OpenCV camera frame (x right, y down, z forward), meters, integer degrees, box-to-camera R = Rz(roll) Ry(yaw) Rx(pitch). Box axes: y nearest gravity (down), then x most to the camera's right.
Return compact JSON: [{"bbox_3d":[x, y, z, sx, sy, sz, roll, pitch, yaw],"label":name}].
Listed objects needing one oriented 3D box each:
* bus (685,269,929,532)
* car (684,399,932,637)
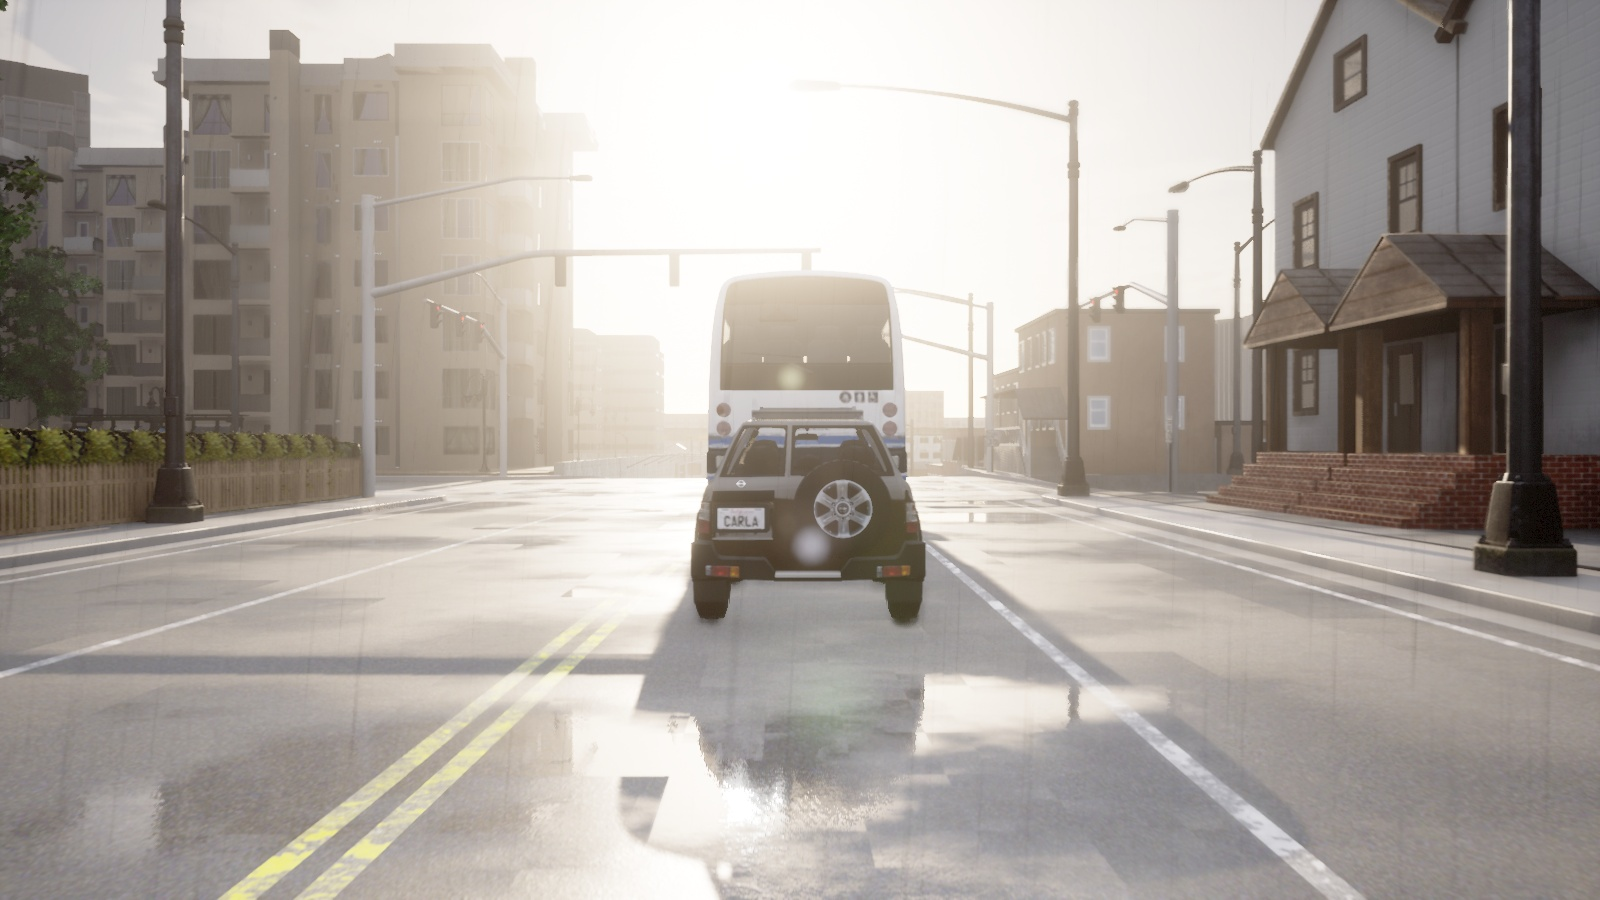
[{"bbox_3d":[0.137,-0.729,25.419,3.944,4.253,10.273,0,-1,0],"label":"bus"},{"bbox_3d":[0.072,0.517,12.111,1.932,1.855,4.605,0,0,0],"label":"car"}]
